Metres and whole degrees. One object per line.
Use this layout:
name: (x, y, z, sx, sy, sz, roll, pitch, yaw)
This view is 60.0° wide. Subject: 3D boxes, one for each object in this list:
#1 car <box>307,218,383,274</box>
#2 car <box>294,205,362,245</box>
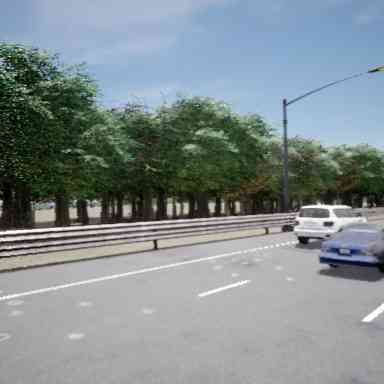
car: (6.368, 1.860, 11.756, 5.357, 1.411, 2.033, 1, -3, -45)
car: (7.629, 1.731, 17.959, 5.566, 2.045, 2.150, 1, -3, -45)
